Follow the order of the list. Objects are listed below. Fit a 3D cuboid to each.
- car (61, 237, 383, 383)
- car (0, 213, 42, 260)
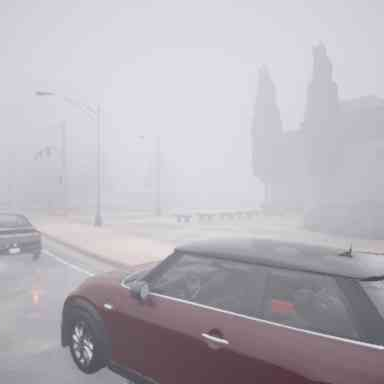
[{"bbox_3d":[0.389,1.356,4.048,4.553,1.767,2.097,1,0,38],"label":"car"},{"bbox_3d":[-6.681,1.492,11.599,2.128,1.511,4.902,0,0,-38],"label":"car"}]
